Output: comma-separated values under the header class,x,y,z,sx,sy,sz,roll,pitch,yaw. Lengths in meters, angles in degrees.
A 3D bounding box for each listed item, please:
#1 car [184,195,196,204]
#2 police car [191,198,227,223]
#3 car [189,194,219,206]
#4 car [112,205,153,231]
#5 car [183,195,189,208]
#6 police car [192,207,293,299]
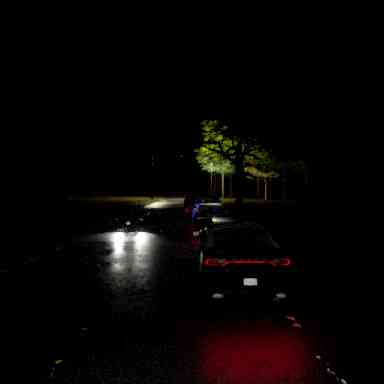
class,x,y,z,sx,sy,sz,roll,pitch,yaw
car,-0.316,1.301,59.609,2.033,1.411,5.357,0,0,-1
police car,1.044,1.391,18.606,1.930,1.638,5.238,0,0,0
car,1.025,1.168,24.528,2.150,2.045,5.566,0,0,0
car,-3.518,1.524,20.368,1.994,1.385,4.181,0,0,0
car,-0.135,1.327,45.200,2.128,1.511,4.902,0,0,0
police car,1.056,1.416,8.600,1.930,1.638,5.238,0,0,0
